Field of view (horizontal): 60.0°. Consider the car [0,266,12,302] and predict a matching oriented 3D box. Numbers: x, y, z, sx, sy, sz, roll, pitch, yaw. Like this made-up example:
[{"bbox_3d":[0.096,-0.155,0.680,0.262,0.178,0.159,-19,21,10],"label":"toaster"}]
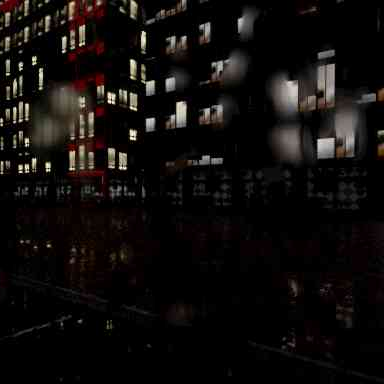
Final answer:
[{"bbox_3d":[-5.571,1.526,6.842,4.829,1.417,1.752,0,0,36],"label":"car"}]
